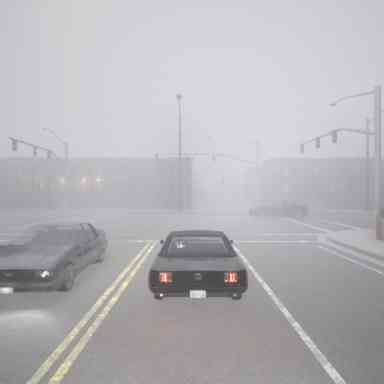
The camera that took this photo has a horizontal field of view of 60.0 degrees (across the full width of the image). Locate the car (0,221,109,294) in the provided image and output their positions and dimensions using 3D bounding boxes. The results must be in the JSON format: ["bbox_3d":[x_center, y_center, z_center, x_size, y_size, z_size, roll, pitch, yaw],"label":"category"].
[{"bbox_3d":[-3.699,1.547,9.182,2.033,1.411,5.357,0,0,-1],"label":"car"}]

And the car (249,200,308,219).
[{"bbox_3d":[7.438,1.477,28.767,5.008,1.535,1.882,0,0,0],"label":"car"}]

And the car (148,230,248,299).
[{"bbox_3d":[0.117,1.601,8.370,1.895,1.301,4.718,0,0,0],"label":"car"}]
